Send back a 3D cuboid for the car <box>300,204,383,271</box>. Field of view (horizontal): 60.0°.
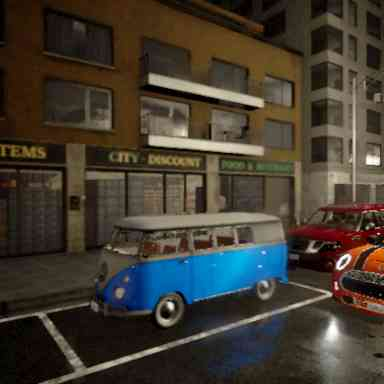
[{"bbox_3d":[4.630,1.311,9.836,5.009,1.841,2.192,0,0,-35],"label":"car"}]

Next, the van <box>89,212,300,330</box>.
[{"bbox_3d":[0.131,1.340,6.628,3.998,1.788,1.690,0,0,-35],"label":"van"}]

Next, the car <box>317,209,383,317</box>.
[{"bbox_3d":[4.931,1.348,6.887,4.553,1.767,2.097,0,0,-35],"label":"car"}]
